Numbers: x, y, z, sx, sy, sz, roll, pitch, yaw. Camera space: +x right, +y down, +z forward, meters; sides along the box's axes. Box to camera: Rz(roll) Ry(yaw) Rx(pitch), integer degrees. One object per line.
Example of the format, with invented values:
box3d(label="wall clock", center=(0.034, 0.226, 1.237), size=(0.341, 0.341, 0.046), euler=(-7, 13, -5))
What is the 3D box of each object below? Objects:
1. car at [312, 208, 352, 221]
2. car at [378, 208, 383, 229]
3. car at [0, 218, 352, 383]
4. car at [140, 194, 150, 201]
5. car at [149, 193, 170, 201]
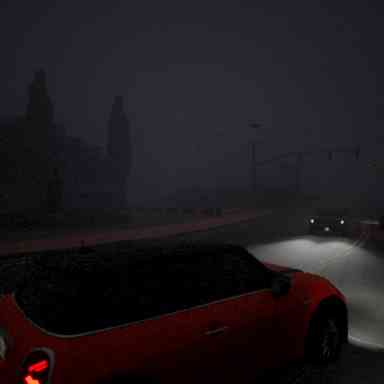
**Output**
box3d(label="car", center=(7.992, 1.606, 19.014), size=(1.895, 1.301, 4.718), euler=(0, 0, 29))
box3d(label="car", center=(12.861, 1.516, 20.894), size=(1.812, 1.442, 4.674), euler=(0, 0, 29))
box3d(label="car", center=(0.030, 1.360, 4.201), size=(4.553, 1.767, 2.097), euler=(0, 0, -39))
box3d(label="car", center=(-10.423, 1.348, 82.884), size=(1.905, 1.878, 3.866), euler=(0, 0, 29))
box3d(label="car", center=(-7.892, 1.575, 81.478), size=(1.970, 1.475, 3.806), euler=(0, 0, 29))
